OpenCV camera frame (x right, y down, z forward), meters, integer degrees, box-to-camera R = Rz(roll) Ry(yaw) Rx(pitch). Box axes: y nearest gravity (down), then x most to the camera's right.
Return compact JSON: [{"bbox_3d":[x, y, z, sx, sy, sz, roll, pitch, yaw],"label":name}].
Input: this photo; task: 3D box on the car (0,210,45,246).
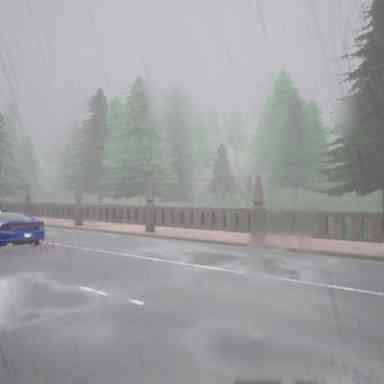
[{"bbox_3d":[-8.325,1.521,14.230,5.008,1.535,1.882,0,0,35],"label":"car"}]
